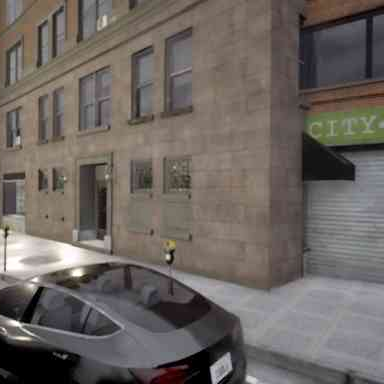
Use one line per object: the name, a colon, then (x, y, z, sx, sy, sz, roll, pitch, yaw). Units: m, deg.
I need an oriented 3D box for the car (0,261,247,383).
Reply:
car: (-1.439, 1.566, 4.088, 4.313, 1.339, 1.947, 0, 1, 35)
